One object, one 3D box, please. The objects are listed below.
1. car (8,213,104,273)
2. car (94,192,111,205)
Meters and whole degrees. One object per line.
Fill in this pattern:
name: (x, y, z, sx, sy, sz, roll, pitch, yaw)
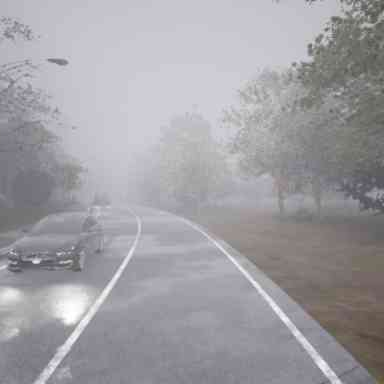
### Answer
car: (-4.089, 1.488, 10.739, 1.837, 1.490, 4.892, 0, 0, -5)
car: (-14.156, 1.018, 52.581, 2.150, 2.045, 5.566, 2, 0, -22)
